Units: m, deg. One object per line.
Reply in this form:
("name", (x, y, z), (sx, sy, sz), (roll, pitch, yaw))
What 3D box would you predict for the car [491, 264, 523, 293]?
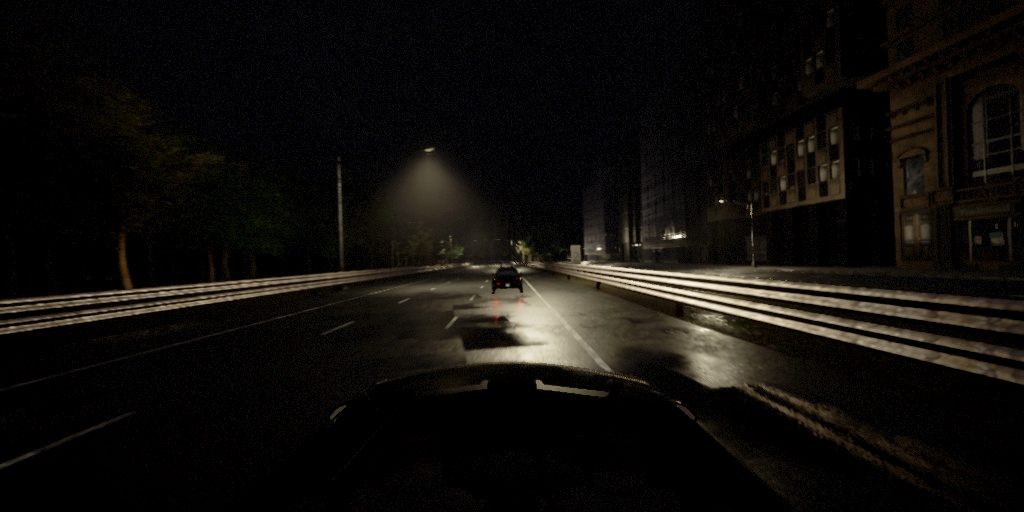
("car", (-0.283, 1.441, 22.197), (1.812, 1.442, 4.674), (-2, 0, -1))
